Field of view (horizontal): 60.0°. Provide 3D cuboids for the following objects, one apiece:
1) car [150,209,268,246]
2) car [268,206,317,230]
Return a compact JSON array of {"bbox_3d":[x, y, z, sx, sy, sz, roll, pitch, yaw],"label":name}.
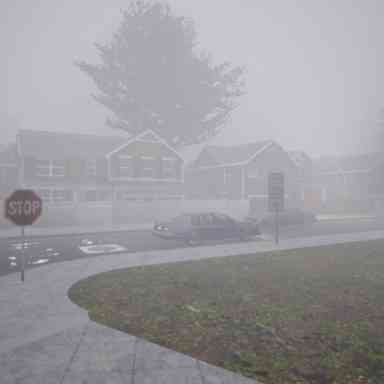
[{"bbox_3d":[0.757,1.634,15.731,5.357,1.411,2.033,0,0,-30],"label":"car"},{"bbox_3d":[5.906,1.668,22.032,5.357,1.411,2.033,0,0,-30],"label":"car"}]
